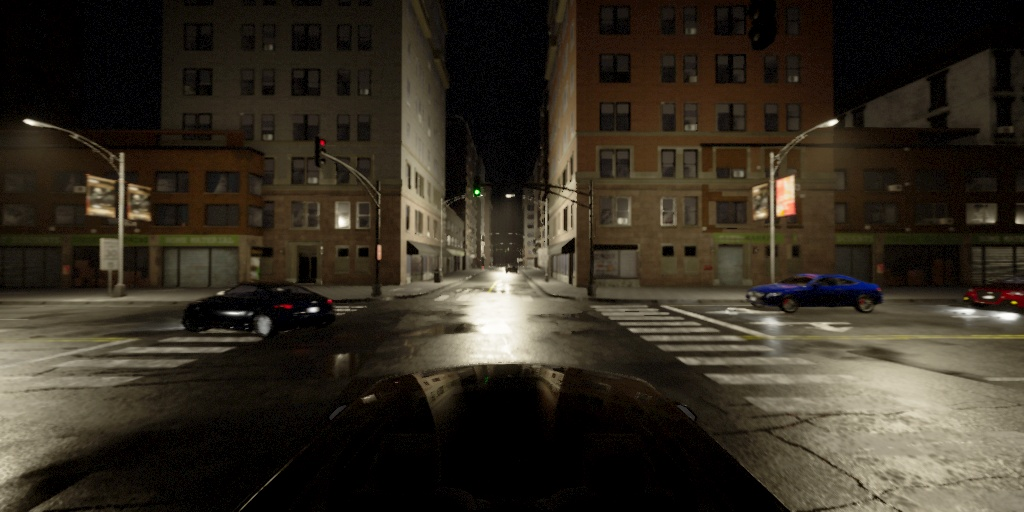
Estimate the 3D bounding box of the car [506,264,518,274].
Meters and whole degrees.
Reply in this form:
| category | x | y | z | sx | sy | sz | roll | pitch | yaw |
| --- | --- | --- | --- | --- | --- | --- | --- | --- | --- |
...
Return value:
| category | x | y | z | sx | sy | sz | roll | pitch | yaw |
| --- | --- | --- | --- | --- | --- | --- | --- | --- | --- |
| car | -0.066 | 2.041 | 56.850 | 2.128 | 1.511 | 4.902 | 0 | -1 | 0 |

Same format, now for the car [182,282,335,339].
| category | x | y | z | sx | sy | sz | roll | pitch | yaw |
| --- | --- | --- | --- | --- | --- | --- | --- | --- | --- |
| car | -7.286 | 1.440 | 10.388 | 4.181 | 1.385 | 1.994 | 0 | -1 | 19 |

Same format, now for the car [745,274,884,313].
| category | x | y | z | sx | sy | sz | roll | pitch | yaw |
| --- | --- | --- | --- | --- | --- | --- | --- | --- | --- |
| car | 11.833 | 1.417 | 14.168 | 4.674 | 1.442 | 1.812 | 0 | -1 | 0 |

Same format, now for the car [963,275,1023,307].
| category | x | y | z | sx | sy | sz | roll | pitch | yaw |
| --- | --- | --- | --- | --- | --- | --- | --- | --- | --- |
| car | 20.872 | 1.444 | 14.215 | 4.181 | 1.385 | 1.994 | 0 | -1 | 0 |
